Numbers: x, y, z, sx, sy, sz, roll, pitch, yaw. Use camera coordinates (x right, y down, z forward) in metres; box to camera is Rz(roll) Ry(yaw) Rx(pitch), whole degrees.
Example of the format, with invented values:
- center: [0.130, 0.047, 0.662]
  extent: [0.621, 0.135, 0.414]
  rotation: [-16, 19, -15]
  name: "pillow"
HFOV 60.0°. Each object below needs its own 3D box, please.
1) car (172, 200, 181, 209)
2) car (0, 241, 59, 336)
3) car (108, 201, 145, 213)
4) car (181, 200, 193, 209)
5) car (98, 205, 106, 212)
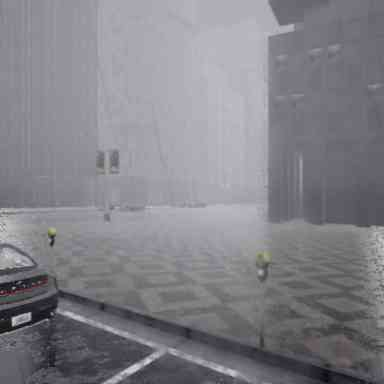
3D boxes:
- center: [-1.705, 2.260, 61.333]
  extent: [1.812, 1.442, 4.674]
  rotation: [0, -1, 36]
  name: "car"
- center: [-4.163, 1.544, 5.932]
  extent: [4.403, 1.369, 2.008]
  rotation: [0, 0, 35]
  name: "car"
- center: [-8.640, 2.108, 46.243]
  extent: [2.128, 1.511, 4.902]
  rotation: [0, -1, 36]
  name: "car"
- center: [0.935, 2.184, 59.438]
  extent: [2.033, 1.411, 5.357]
  rotation: [0, -1, 36]
  name: "car"
- center: [-11.353, 2.107, 48.027]
  extent: [2.128, 1.511, 4.902]
  rotation: [0, -1, 36]
  name: "car"
